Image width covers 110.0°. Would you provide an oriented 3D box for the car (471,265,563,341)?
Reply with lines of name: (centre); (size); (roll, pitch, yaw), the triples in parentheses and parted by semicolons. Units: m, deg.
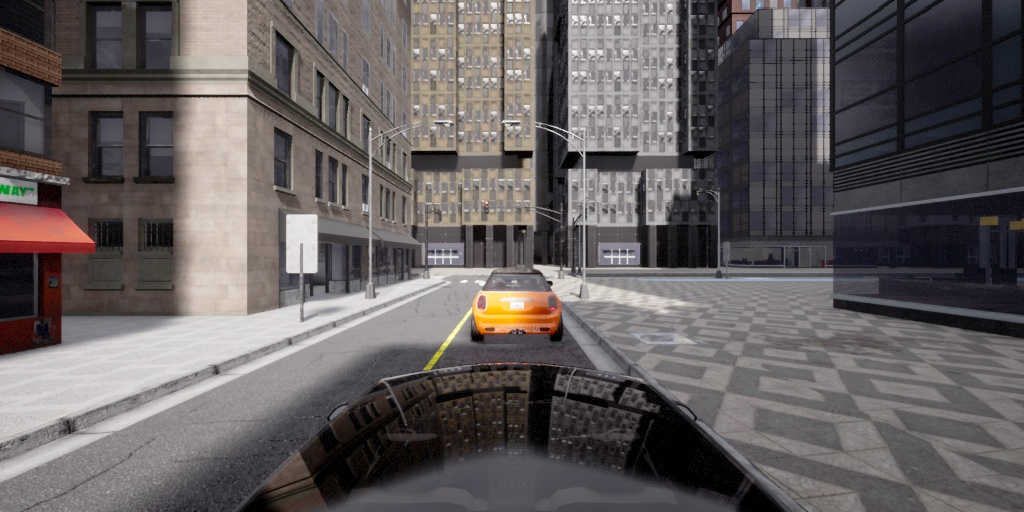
car: (0.106, 1.102, 10.003); (2.097, 1.767, 4.553); (0, 0, 0)
